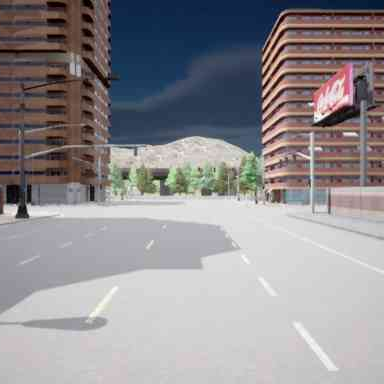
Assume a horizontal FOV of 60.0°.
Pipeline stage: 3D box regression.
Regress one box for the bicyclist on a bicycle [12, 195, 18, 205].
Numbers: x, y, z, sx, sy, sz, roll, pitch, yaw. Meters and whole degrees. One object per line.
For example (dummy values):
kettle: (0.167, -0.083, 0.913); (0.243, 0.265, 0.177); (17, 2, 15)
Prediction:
bicyclist on a bicycle: (-28.004, 1.273, 52.548); (0.582, 1.620, 1.656); (0, 0, 0)
